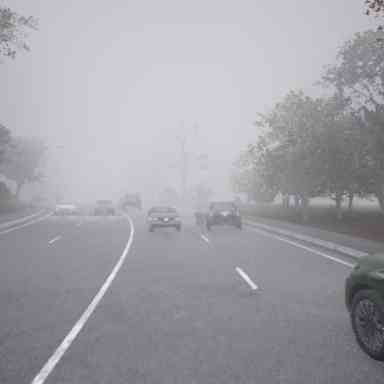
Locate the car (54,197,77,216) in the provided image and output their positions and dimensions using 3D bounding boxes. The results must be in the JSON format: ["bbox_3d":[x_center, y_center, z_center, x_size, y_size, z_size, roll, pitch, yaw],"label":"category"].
[{"bbox_3d":[-12.083,1.481,31.954,1.812,1.442,4.674,0,0,-17],"label":"car"}]

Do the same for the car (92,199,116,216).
[{"bbox_3d":[-8.451,1.459,31.982,1.837,1.490,4.892,0,0,-17],"label":"car"}]

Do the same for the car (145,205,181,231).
[{"bbox_3d":[-1.831,1.513,20.297,2.033,1.411,5.357,0,0,-10],"label":"car"}]

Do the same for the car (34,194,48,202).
[{"bbox_3d":[-31.352,1.228,68.892,1.812,1.442,4.674,0,0,-37],"label":"car"}]

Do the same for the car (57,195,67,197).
[{"bbox_3d":[-26.761,1.320,68.694,1.882,1.535,5.008,0,0,-35],"label":"car"}]

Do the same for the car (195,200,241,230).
[{"bbox_3d":[1.520,1.310,20.986,2.097,1.767,4.553,0,0,-10],"label":"car"}]

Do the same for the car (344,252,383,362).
[{"bbox_3d":[3.471,1.206,2.754,2.150,2.045,5.566,0,0,-2],"label":"car"}]

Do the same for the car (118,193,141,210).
[{"bbox_3d":[-7.903,1.158,41.912,2.150,2.045,5.566,0,0,-21],"label":"car"}]
